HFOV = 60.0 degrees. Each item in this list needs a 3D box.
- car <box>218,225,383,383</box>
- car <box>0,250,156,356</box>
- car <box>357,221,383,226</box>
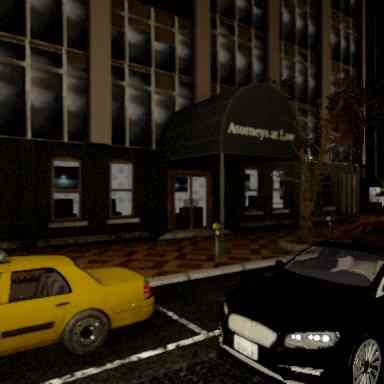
[{"bbox_3d":[2.611,1.543,5.248,4.902,1.511,2.128,1,0,-36],"label":"car"},{"bbox_3d":[-2.867,1.528,4.528,4.829,1.417,1.752,1,-1,-36],"label":"car"},{"bbox_3d":[6.274,1.660,11.067,4.507,1.381,1.887,1,-1,-36],"label":"car"}]
